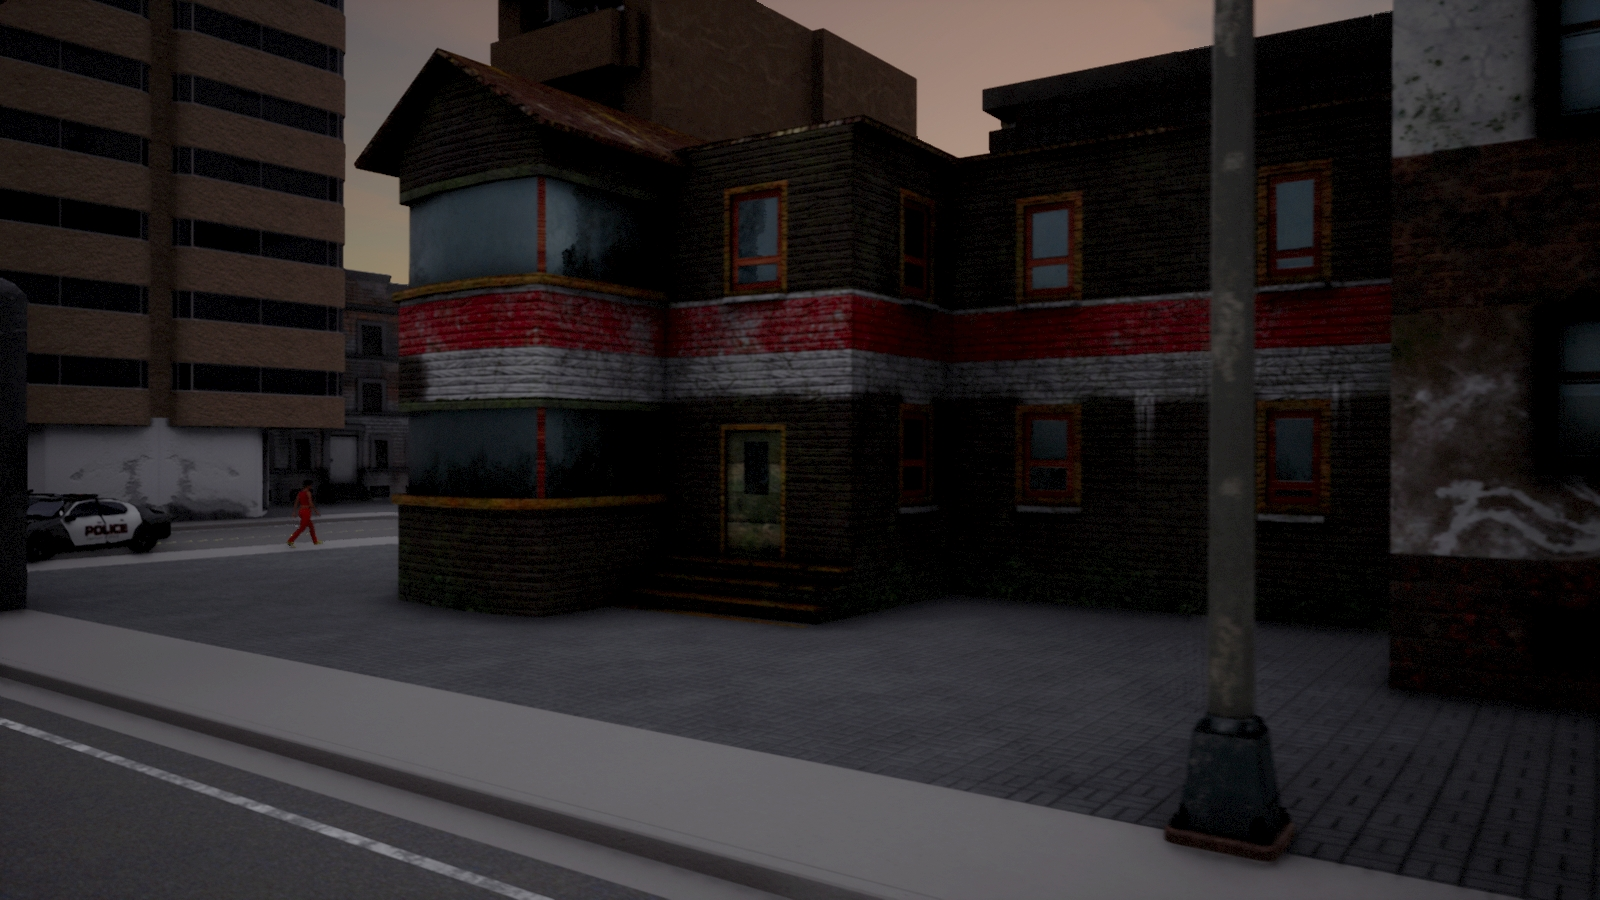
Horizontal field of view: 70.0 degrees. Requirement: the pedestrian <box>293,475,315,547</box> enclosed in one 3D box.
[{"bbox_3d":[-12.949,1.580,29.805,0.375,1.860,0.375,0,0,33],"label":"pedestrian"}]
